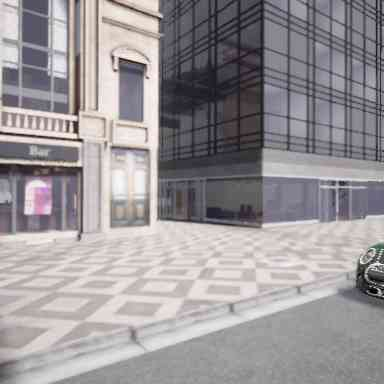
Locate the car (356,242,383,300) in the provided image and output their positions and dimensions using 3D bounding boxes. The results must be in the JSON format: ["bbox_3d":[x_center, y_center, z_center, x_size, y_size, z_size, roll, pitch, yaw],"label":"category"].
[{"bbox_3d":[5.668,1.350,7.424,4.553,1.767,2.097,0,0,-36],"label":"car"}]
